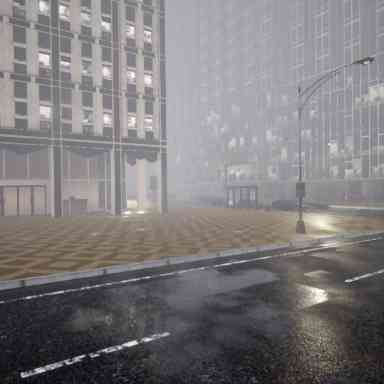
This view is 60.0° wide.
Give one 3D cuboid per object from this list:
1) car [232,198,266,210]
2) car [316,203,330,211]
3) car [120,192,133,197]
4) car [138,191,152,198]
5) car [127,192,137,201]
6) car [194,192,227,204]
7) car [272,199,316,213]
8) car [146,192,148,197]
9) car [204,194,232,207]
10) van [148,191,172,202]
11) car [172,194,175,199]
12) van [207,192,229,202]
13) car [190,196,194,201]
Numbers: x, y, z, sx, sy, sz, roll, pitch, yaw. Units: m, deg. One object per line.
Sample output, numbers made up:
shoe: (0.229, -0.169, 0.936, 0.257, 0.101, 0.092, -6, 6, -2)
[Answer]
car: (7.119, 1.388, 39.607, 1.802, 1.307, 4.206, 0, 1, -34)
car: (12.554, 1.415, 36.443, 1.895, 1.301, 4.718, -1, 1, -34)
car: (-18.027, 0.688, 91.275, 2.008, 1.369, 4.403, 0, 1, -34)
car: (-11.597, 0.686, 81.901, 1.967, 1.590, 4.097, 0, 1, -34)
car: (-12.078, 1.039, 67.790, 2.008, 1.369, 4.403, 0, 1, -34)
car: (3.046, 1.209, 50.323, 2.033, 1.411, 5.357, -1, 1, -34)
car: (10.320, 1.424, 34.908, 1.947, 1.339, 4.313, 0, 1, -34)
car: (-8.382, 0.615, 77.213, 2.192, 1.841, 5.009, 0, 1, -34)
car: (3.952, 1.319, 44.327, 1.947, 1.339, 4.313, 0, 1, -34)
van: (-5.647, 0.937, 58.413, 1.690, 1.788, 3.998, 0, 1, -34)
car: (-5.167, 0.936, 72.529, 1.802, 1.307, 4.206, 0, 1, -34)
van: (4.478, 0.855, 58.465, 1.690, 1.788, 3.998, 0, 1, -34)
car: (1.263, 1.043, 63.155, 1.802, 1.307, 4.206, 0, 1, -34)
